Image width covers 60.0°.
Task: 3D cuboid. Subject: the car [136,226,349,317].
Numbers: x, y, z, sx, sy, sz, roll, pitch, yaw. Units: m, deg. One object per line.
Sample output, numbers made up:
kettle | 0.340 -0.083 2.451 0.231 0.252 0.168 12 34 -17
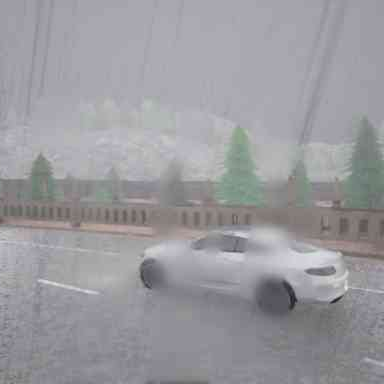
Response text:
car | 0.891 1.493 7.353 4.674 1.442 1.812 0 0 34
